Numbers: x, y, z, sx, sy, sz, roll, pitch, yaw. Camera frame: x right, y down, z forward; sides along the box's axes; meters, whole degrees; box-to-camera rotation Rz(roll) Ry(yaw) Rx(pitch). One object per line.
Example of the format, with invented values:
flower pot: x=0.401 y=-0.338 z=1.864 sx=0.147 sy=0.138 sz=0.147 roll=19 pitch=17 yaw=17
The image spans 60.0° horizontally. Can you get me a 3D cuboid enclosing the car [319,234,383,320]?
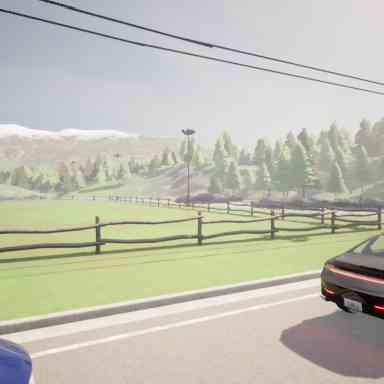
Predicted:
car: x=4.570 y=1.492 z=6.199 sx=4.902 sy=1.511 sz=2.128 roll=0 pitch=0 yaw=-28

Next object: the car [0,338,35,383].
car: x=-3.418 y=1.526 z=1.791 sx=4.674 sy=1.442 sz=1.812 roll=0 pitch=0 yaw=-29

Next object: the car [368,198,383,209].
car: x=24.560 y=1.549 z=46.114 sx=2.033 sy=1.411 sz=5.357 roll=0 pitch=0 yaw=-28

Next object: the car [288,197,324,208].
car: x=14.027 y=1.549 z=43.521 sx=2.033 sy=1.411 sz=5.357 roll=0 pitch=0 yaw=-28

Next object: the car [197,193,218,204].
car: x=2.150 y=1.223 z=65.278 sx=2.150 sy=2.045 sz=5.566 roll=0 pitch=0 yaw=-28

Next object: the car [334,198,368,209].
car: x=20.920 y=1.603 z=45.487 sx=1.895 sy=1.301 sz=4.718 roll=0 pitch=0 yaw=-28

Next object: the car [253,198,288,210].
car: x=9.915 y=1.527 z=43.765 sx=1.812 sy=1.442 sz=4.674 roll=0 pitch=0 yaw=-28

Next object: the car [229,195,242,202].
car: x=9.258 y=1.502 z=74.209 sx=1.837 sy=1.490 sz=4.892 roll=0 pitch=0 yaw=-28

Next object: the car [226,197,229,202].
car: x=5.699 y=1.554 z=73.434 sx=1.994 sy=1.385 sz=4.181 roll=0 pitch=0 yaw=-28

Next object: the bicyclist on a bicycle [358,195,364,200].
bicyclist on a bicycle: x=26.159 y=1.305 z=51.493 sx=1.656 sy=1.620 sz=0.582 roll=0 pitch=0 yaw=-28

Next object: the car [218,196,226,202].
car: x=4.545 y=1.565 z=68.216 sx=1.994 sy=1.385 sz=4.181 roll=0 pitch=0 yaw=-28

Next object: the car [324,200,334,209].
car: x=16.586 y=1.479 z=46.147 sx=1.882 sy=1.535 sz=5.008 roll=0 pitch=0 yaw=-28

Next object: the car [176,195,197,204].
car: x=-1.512 y=1.352 z=64.704 sx=2.097 sy=1.767 sz=4.553 roll=0 pitch=0 yaw=-28
